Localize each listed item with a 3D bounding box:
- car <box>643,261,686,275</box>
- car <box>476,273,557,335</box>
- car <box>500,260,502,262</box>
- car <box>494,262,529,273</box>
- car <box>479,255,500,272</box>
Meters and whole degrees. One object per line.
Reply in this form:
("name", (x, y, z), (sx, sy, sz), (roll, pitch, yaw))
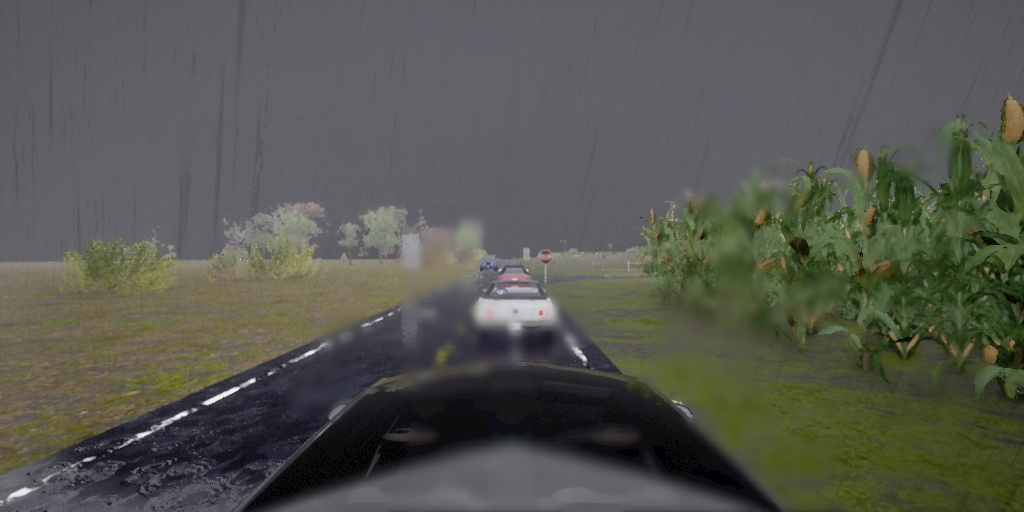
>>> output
("car", (14.772, 1.048, 33.354), (5.008, 1.535, 1.882), (-1, -1, -1))
("car", (0.103, 1.337, 10.420), (1.895, 1.301, 4.718), (0, 0, 0))
("car", (-3.100, 1.181, 62.937), (2.128, 1.511, 4.902), (0, 0, 0))
("car", (0.114, 1.281, 22.111), (1.994, 1.385, 4.181), (0, 0, -1))
("car", (-2.959, 0.915, 46.464), (2.150, 2.045, 5.566), (0, 0, -1))
